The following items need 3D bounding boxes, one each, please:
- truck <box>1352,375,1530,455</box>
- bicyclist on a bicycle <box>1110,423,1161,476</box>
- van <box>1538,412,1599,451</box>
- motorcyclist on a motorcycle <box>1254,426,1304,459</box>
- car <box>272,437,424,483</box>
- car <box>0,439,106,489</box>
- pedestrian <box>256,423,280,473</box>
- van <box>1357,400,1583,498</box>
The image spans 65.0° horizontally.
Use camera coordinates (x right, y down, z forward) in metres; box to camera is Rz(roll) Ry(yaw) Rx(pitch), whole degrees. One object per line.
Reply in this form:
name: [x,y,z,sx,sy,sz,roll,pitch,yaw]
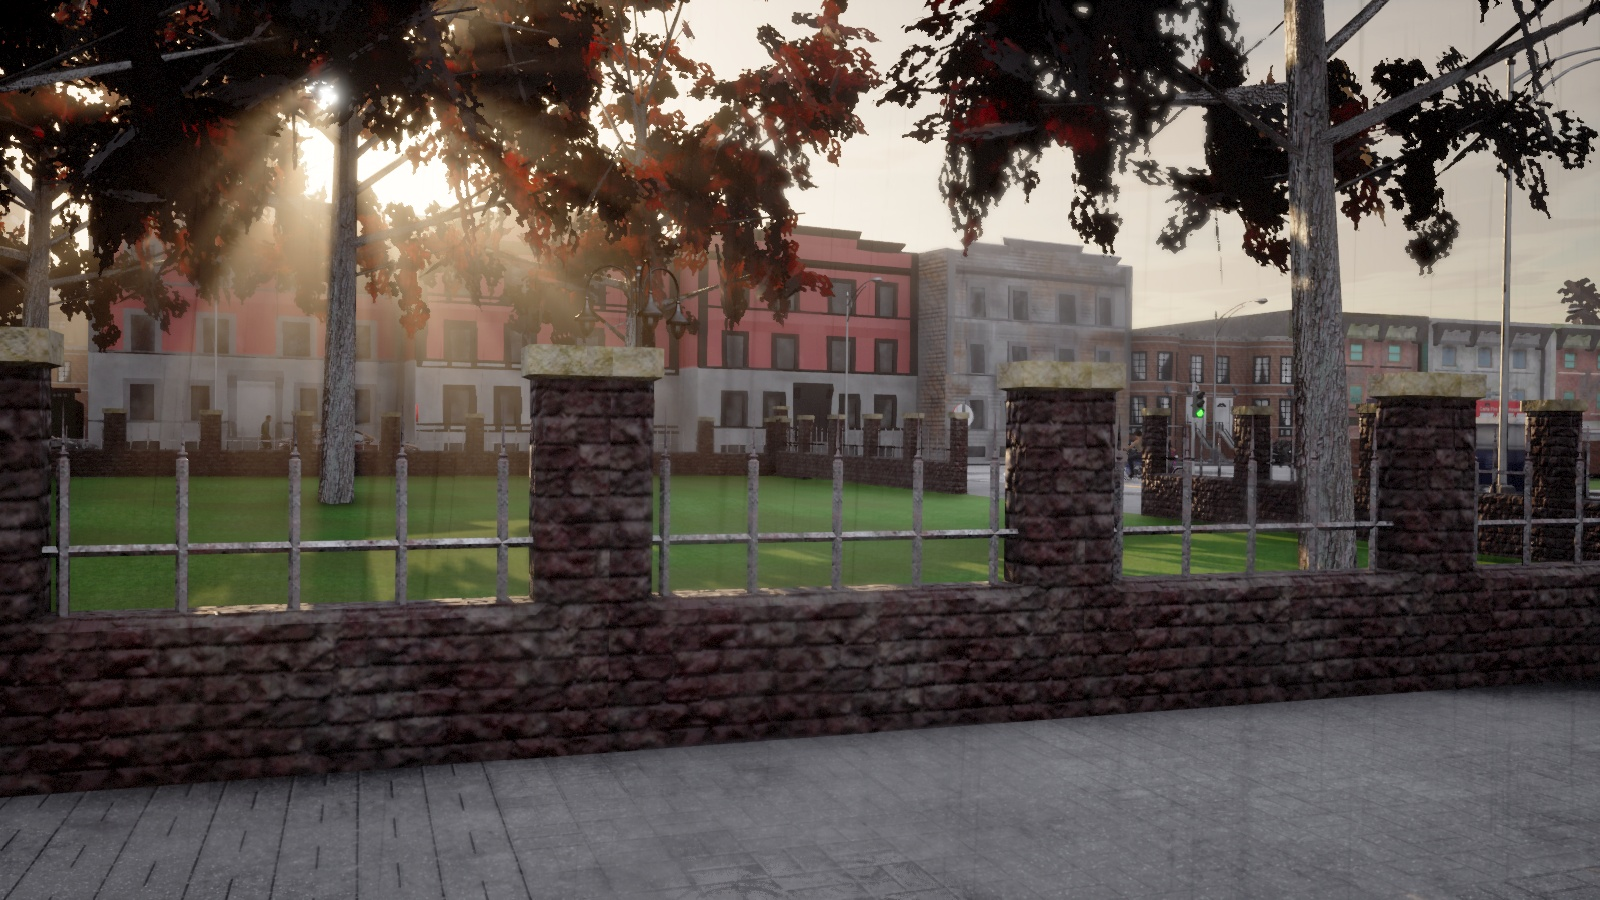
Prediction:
truck: [32.092,-1.736,62.869,8.468,3.827,2.891,-1,1,-19]
bicyclist on a bicycle: [10.631,-0.028,39.839,0.866,1.612,1.509,-1,1,-19]
van: [41.294,-0.973,66.074,4.442,1.987,1.775,-1,1,-19]
motorcyclist on a motorcycle: [22.729,-0.382,59.617,2.191,1.530,0.866,-1,1,-19]
car: [-15.118,0.301,42.160,4.674,1.442,1.812,-1,1,-19]
car: [-24.440,0.434,38.888,4.892,1.490,1.837,-1,1,-19]
pedestrian: [-20.936,-0.070,49.428,0.788,1.949,0.423,-1,1,-16]
van: [14.766,-0.063,27.972,1.775,1.987,4.442,-1,1,-18]
